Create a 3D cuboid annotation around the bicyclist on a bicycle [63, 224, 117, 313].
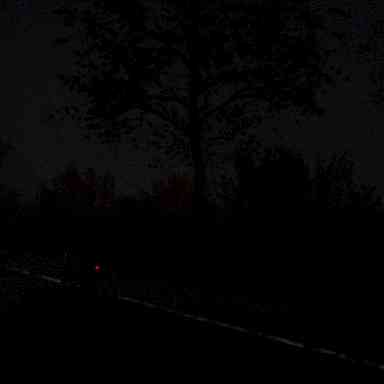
[{"bbox_3d":[-2.040,1.458,6.509,1.656,1.620,0.582,0,0,35],"label":"bicyclist on a bicycle"}]
